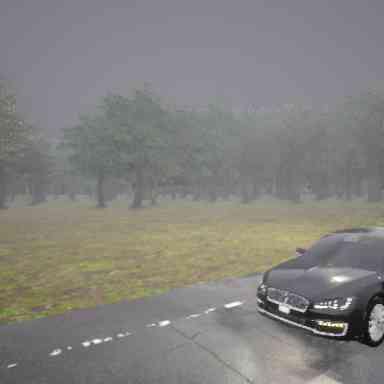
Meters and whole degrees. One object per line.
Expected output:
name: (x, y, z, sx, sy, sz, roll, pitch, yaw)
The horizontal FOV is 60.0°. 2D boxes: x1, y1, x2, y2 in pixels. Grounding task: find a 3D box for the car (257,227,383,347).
car: (3.355, 1.489, 6.378, 4.892, 1.490, 1.837, 0, 0, -35)
